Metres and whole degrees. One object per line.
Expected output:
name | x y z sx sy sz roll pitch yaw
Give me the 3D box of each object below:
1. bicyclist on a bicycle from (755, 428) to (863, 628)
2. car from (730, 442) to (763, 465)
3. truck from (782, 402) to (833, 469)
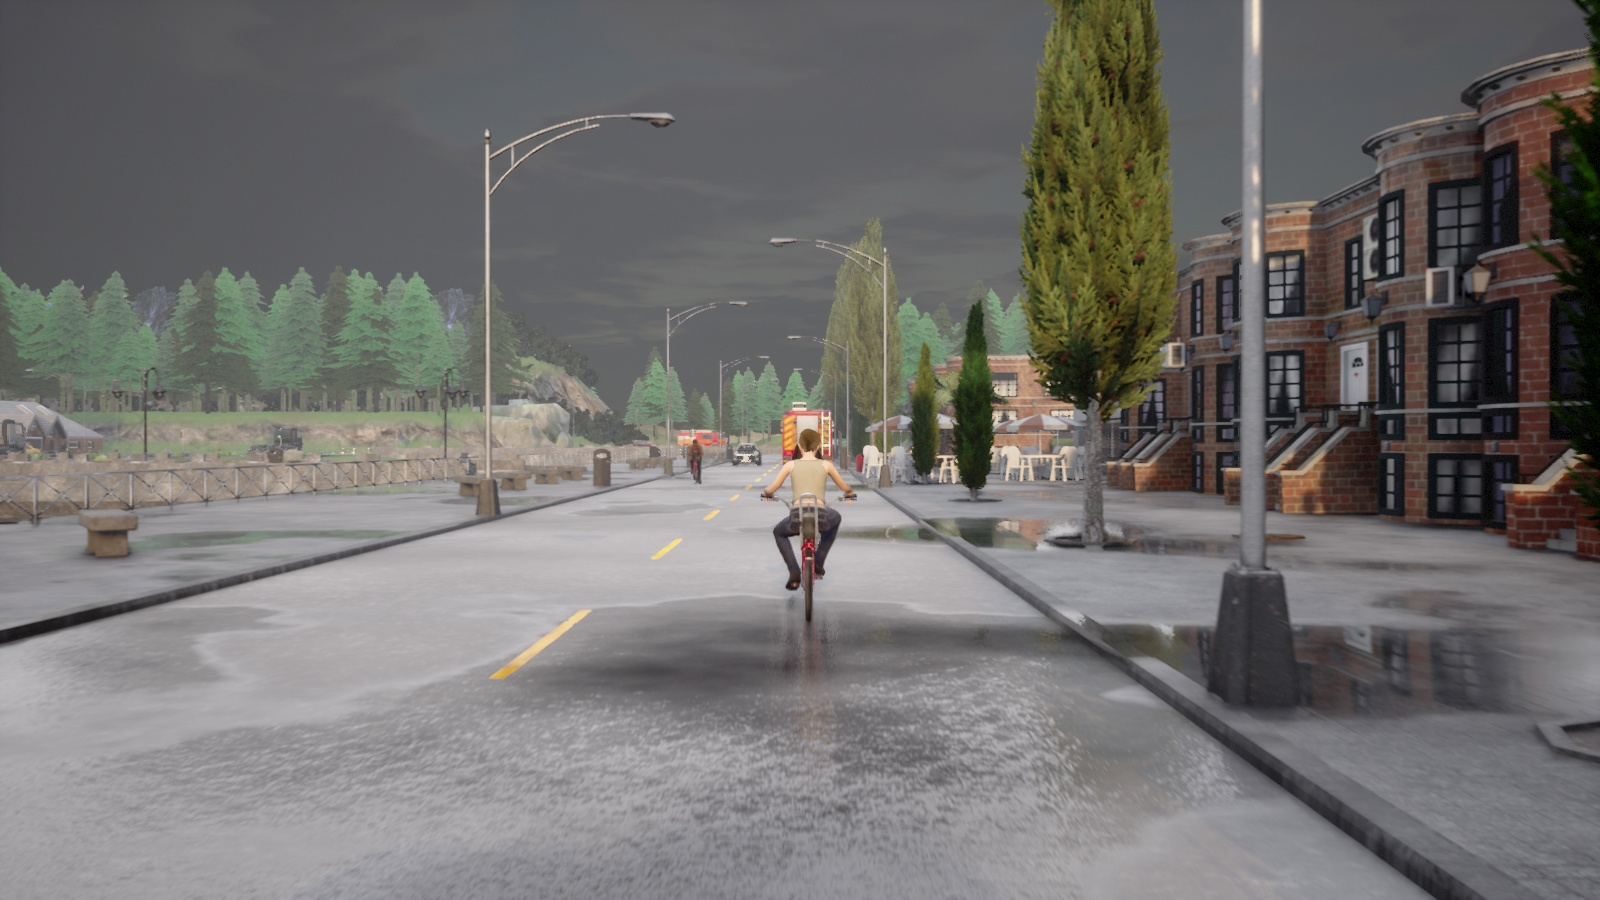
bicyclist on a bicycle | 0.076 0.622 10.871 0.866 1.612 1.509 0 0 0
car | -3.523 0.239 83.479 1.970 1.475 3.806 0 0 0
truck | 0.431 -0.841 75.141 2.891 3.827 8.468 0 0 0
